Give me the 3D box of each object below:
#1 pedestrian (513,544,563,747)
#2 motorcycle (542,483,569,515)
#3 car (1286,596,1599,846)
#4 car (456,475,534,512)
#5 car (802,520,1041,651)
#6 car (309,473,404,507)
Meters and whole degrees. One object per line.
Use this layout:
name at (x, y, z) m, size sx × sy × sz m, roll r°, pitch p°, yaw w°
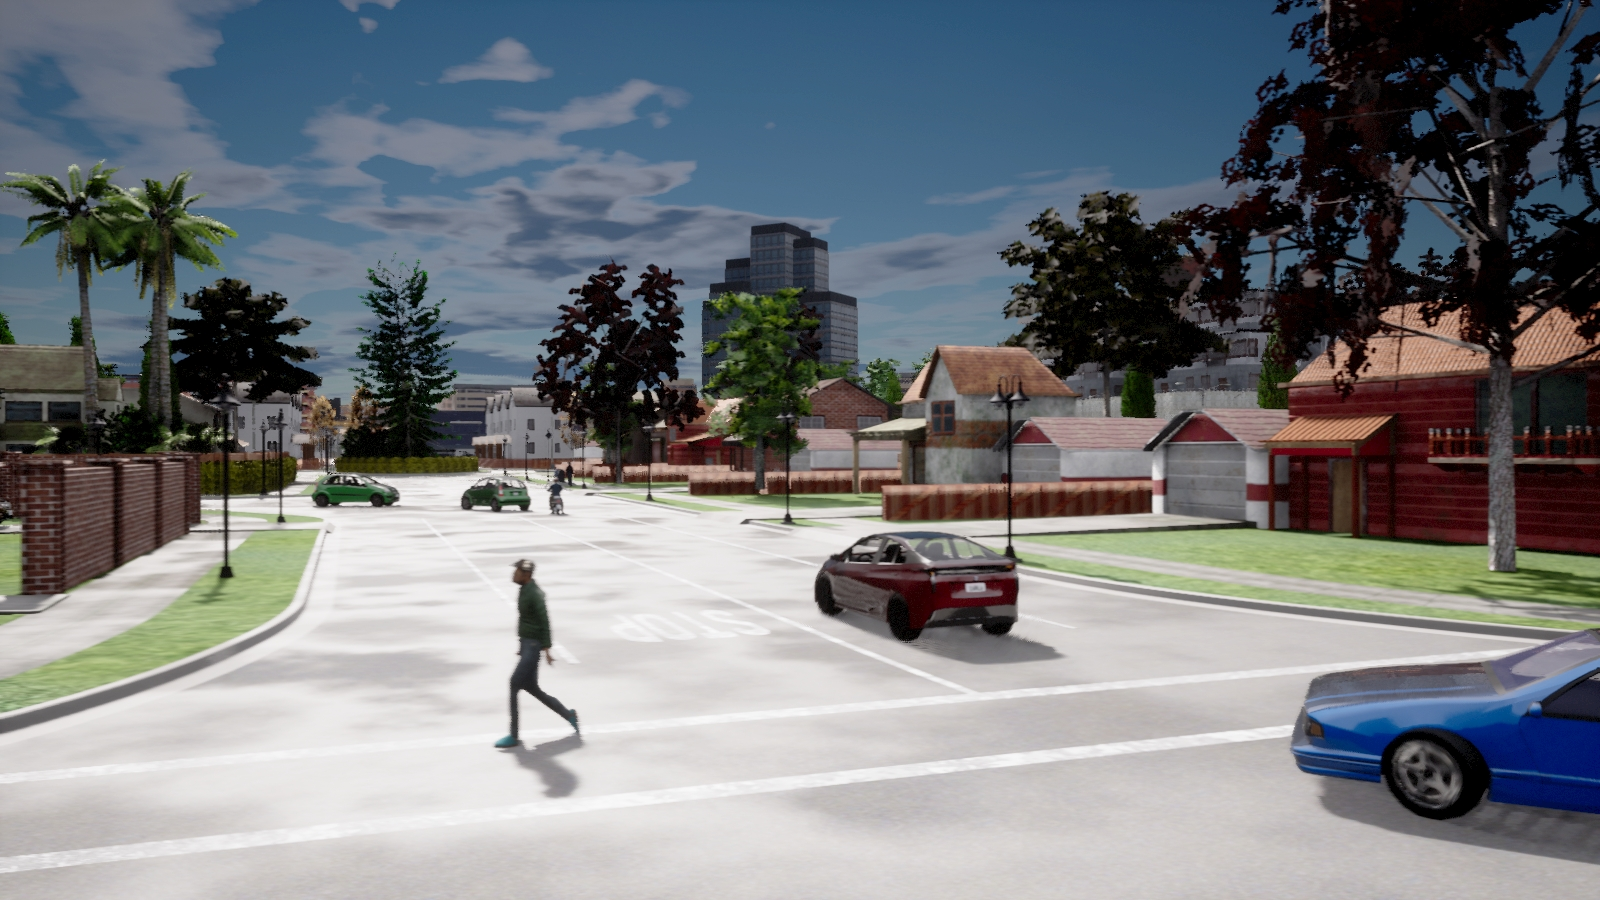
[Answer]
pedestrian at (-2.513, 1.854, 10.956) m, size 0.375 × 1.860 × 0.375 m, roll 0°, pitch 0°, yaw -28°
motorcycle at (-10.820, 2.158, 50.569) m, size 0.856 × 1.341 × 1.805 m, roll 0°, pitch 0°, yaw -22°
car at (6.661, 2.083, 8.670) m, size 5.357 × 1.411 × 2.033 m, roll 0°, pitch 0°, yaw 27°
car at (-14.449, 2.035, 54.061) m, size 1.851 × 1.617 × 3.988 m, roll 0°, pitch 0°, yaw -45°
car at (1.776, 2.045, 18.435) m, size 2.007 × 1.525 × 4.514 m, roll 0°, pitch 0°, yaw -21°
car at (-21.999, 1.982, 56.731) m, size 3.988 × 1.617 × 1.851 m, roll 0°, pitch 0°, yaw 0°
